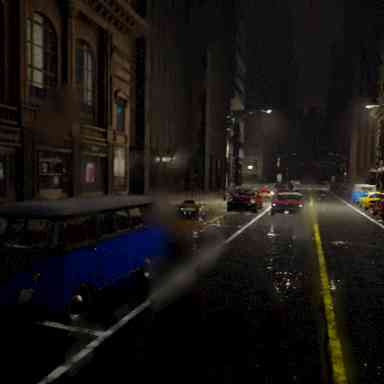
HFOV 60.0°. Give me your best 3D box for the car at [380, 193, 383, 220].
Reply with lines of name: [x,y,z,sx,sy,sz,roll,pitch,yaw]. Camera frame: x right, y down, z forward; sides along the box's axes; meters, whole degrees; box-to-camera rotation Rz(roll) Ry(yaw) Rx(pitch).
car: [9.801,0.815,13.946,2.192,1.841,5.009,2,3,19]

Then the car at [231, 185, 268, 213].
car: [3.604,0.462,22.032,1.967,1.590,4.097,2,3,19]

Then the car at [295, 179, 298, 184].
car: [20.287,-1.575,69.564,2.192,1.841,5.009,2,3,19]

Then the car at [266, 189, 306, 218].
car: [5.988,0.733,20.509,1.895,1.301,4.718,2,3,19]

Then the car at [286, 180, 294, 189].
car: [16.520,-0.935,58.849,1.752,1.417,4.829,2,3,19]

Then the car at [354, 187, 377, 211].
car: [13.560,0.592,24.680,1.752,1.417,4.829,2,3,19]

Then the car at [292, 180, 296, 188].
car: [18.429,-1.134,64.292,1.887,1.381,4.507,2,3,19]

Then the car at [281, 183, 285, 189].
car: [9.161,-0.036,37.884,1.802,1.307,4.206,2,3,19]

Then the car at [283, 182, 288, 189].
car: [11.015,-0.265,43.165,1.947,1.339,4.313,2,3,19]

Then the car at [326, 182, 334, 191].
car: [26.479,-0.870,61.497,1.887,1.381,4.507,2,3,19]

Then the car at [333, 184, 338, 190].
car: [20.917,-0.197,45.652,1.802,1.307,4.206,2,3,19]

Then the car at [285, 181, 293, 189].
car: [14.722,-0.704,53.728,2.008,1.369,4.403,2,3,19]

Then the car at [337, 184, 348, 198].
car: [19.064,0.016,40.370,1.802,1.307,4.206,2,3,19]

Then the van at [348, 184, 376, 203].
van: [15.361,0.201,29.794,1.690,1.788,3.998,2,3,19]

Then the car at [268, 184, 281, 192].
car: [7.311,0.035,32.596,1.967,1.590,4.097,2,3,19]

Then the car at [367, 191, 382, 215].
car: [11.650,0.868,19.241,1.802,1.307,4.206,2,3,19]

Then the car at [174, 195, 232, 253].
car: [-0.161,0.981,11.311,1.752,1.417,4.829,2,3,19]

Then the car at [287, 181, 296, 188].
car: [23.933,-1.782,79.977,1.752,1.417,4.829,2,3,19]

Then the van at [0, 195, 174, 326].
van: [-1.954,1.004,6.181,1.690,1.788,3.998,2,3,19]
